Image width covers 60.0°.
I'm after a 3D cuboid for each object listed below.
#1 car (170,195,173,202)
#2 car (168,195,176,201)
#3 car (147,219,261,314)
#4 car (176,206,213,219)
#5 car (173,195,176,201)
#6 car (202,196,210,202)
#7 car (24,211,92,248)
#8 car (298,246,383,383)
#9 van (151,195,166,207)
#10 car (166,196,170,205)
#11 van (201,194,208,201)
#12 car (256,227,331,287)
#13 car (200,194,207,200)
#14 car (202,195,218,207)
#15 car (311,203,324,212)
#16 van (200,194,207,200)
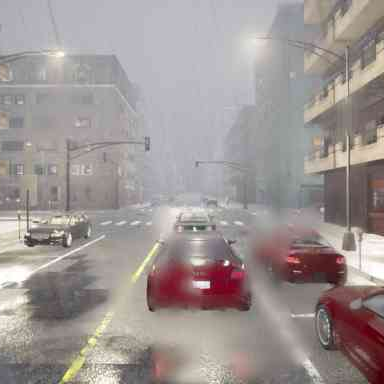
[{"bbox_3d":[-5.350,1.448,64.129,1.967,1.590,4.097,1,0,0],"label":"car"},{"bbox_3d":[-5.175,1.554,86.811,1.887,1.381,4.507,1,0,0],"label":"car"},{"bbox_3d":[0.117,1.566,7.726,1.994,1.385,4.181,0,0,-1],"label":"car"},{"bbox_3d":[0.125,1.604,16.544,1.895,1.301,4.718,0,0,0],"label":"car"},{"bbox_3d":[-5.264,1.575,75.471,1.947,1.339,4.313,1,0,0],"label":"car"},{"bbox_3d":[3.116,1.590,75.381,1.802,1.307,4.206,1,0,0],"label":"car"},{"bbox_3d":[-5.749,1.554,14.751,2.008,1.369,4.403,1,0,0],"label":"car"},{"bbox_3d":[2.672,1.583,3.330,1.802,1.307,4.206,1,0,0],"label":"car"},{"bbox_3d":[-5.512,1.349,52.796,1.690,1.788,3.998,1,0,0],"label":"van"},{"bbox_3d":[-5.396,1.574,58.459,1.947,1.339,4.313,1,0,0],"label":"car"},{"bbox_3d":[3.208,1.349,86.721,1.690,1.788,3.998,1,0,0],"label":"van"},{"bbox_3d":[2.680,1.584,9.001,1.802,1.307,4.206,1,0,0],"label":"car"},{"bbox_3d":[3.072,1.558,69.711,2.008,1.369,4.403,1,0,0],"label":"car"},{"bbox_3d":[3.035,1.558,51.123,2.008,1.369,4.403,1,0,0],"label":"car"},{"bbox_3d":[15.599,1.518,36.878,4.507,1.381,1.887,0,-1,1],"label":"car"},{"bbox_3d":[3.252,1.350,92.391,1.690,1.788,3.998,1,0,0],"label":"van"}]
